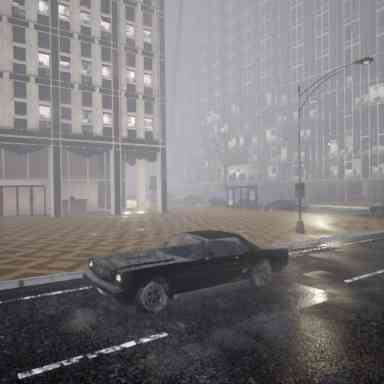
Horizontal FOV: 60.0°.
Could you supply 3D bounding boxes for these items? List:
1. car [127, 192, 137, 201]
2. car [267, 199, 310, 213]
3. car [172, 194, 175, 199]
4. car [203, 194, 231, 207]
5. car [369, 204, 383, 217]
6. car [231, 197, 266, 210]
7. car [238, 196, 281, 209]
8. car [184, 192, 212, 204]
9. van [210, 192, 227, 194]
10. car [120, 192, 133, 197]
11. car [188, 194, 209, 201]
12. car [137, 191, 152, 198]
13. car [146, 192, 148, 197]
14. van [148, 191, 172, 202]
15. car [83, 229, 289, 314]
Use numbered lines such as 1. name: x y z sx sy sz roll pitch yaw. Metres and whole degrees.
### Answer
1. car: -12.121 1.039 67.769 2.008 1.369 4.403 0 1 -34
2. car: 10.286 1.423 34.894 1.947 1.339 4.313 -1 1 -34
3. car: -5.212 0.935 72.511 1.802 1.307 4.206 0 1 -34
4. car: 3.916 1.319 44.311 1.947 1.339 4.313 -1 1 -34
5. car: 17.673 1.512 28.025 1.895 1.301 4.718 -1 1 -28
6. car: 7.084 1.387 39.593 1.802 1.307 4.206 -1 1 -34
7. car: 8.493 1.296 42.300 2.033 1.411 5.357 -1 1 -35
8. car: 0.548 1.124 53.912 1.837 1.490 4.892 -1 1 -34
9. van: 4.437 0.854 58.449 1.690 1.788 3.998 -1 1 -34
10. car: -18.077 0.687 91.253 2.008 1.369 4.403 0 1 -34
11. car: 1.221 1.042 63.138 1.802 1.307 4.206 -1 1 -34
12. car: -11.645 0.685 81.880 1.967 1.590 4.097 0 1 -34
13. car: -8.428 0.614 77.193 2.192 1.841 5.009 0 1 -34
14. van: -5.688 0.936 58.395 1.690 1.788 3.998 0 1 -34
15. car: 0.036 1.599 7.706 4.718 1.301 1.895 0 0 -36
